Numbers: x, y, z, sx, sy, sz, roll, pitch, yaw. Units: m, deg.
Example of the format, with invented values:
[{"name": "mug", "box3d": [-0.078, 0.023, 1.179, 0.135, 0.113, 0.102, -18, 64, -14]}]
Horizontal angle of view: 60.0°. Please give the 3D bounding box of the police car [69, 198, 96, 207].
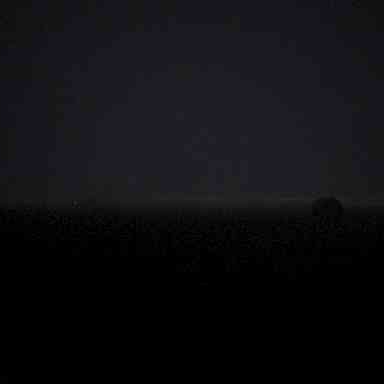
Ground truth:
[{"name": "police car", "box3d": [-20.389, 1.936, 62.119, 1.930, 1.638, 5.238, -1, -1, 35]}]
